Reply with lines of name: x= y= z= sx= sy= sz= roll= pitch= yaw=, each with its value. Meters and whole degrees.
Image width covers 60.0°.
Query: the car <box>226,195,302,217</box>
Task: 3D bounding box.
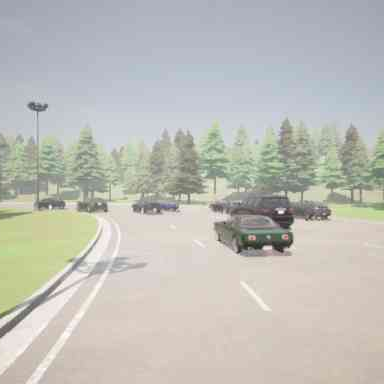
car: x=4.306 y=1.221 z=21.069 sx=2.150 sy=2.045 sz=5.566 roll=0 pitch=0 yaw=-13

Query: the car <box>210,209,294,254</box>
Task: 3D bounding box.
car: x=2.245 y=1.601 z=13.614 sx=1.895 sy=1.301 sz=4.718 roll=0 pitch=0 yaw=-9

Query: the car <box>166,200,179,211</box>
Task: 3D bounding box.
car: x=-3.558 y=1.601 z=39.125 sx=1.895 sy=1.301 sz=4.718 roll=0 pitch=0 yaw=-36

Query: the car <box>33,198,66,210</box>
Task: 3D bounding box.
car: x=-18.820 y=1.505 z=43.892 sx=4.892 sy=1.490 sz=1.837 roll=0 pitch=0 yaw=30

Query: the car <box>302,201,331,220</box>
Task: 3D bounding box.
car: x=9.544 y=1.490 z=27.958 sx=2.128 sy=1.511 sz=4.902 roll=0 pitch=0 yaw=-16

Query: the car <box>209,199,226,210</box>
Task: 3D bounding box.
car: x=3.516 y=1.491 z=34.528 sx=2.128 sy=1.511 sz=4.902 roll=0 pitch=0 yaw=-24

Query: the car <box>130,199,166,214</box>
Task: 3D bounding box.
car: x=-4.938 y=1.503 z=35.021 sx=1.837 sy=1.490 sz=4.892 roll=1 pitch=-1 yaw=-32

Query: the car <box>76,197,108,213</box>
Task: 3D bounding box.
car: x=-11.310 y=1.352 z=37.463 sx=2.097 sy=1.767 sz=4.553 roll=0 pitch=0 yaw=-41
